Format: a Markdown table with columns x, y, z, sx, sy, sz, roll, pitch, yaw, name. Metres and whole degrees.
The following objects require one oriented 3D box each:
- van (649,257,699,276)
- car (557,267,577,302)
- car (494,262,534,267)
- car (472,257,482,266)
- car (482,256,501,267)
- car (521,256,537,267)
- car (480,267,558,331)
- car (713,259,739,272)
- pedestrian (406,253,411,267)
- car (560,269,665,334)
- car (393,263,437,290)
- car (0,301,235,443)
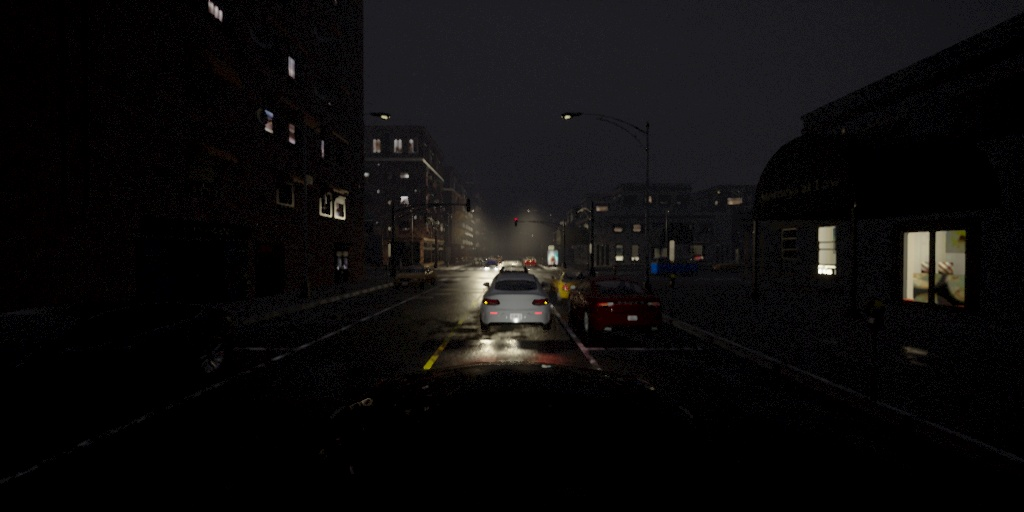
| x | y | z | sx | sy | sz | roll | pitch | yaw | name |
| --- | --- | --- | --- | --- | --- | --- | --- | --- | --- |
| 14.667 | 0.947 | 32.384 | 3.998 | 1.789 | 1.690 | 0 | 0 | 0 | van |
| 2.695 | 1.176 | 16.092 | 1.751 | 1.417 | 4.829 | 0 | 0 | 0 | car |
| 0.117 | 1.214 | 21.351 | 1.895 | 1.301 | 4.718 | 0 | 0 | 1 | car |
| -5.669 | 0.921 | 59.777 | 2.007 | 1.370 | 4.403 | 0 | 0 | 0 | car |
| -3.068 | 1.000 | 54.751 | 1.895 | 1.301 | 4.718 | 0 | 0 | 0 | car |
| 2.710 | 0.843 | 54.089 | 1.967 | 1.591 | 4.097 | 0 | 0 | 0 | car |
| 0.102 | 1.213 | 10.584 | 1.812 | 1.442 | 4.674 | 0 | 0 | 0 | car |
| 25.499 | 1.044 | 40.841 | 4.829 | 1.417 | 1.751 | 0 | 0 | 0 | car |
| -12.615 | 0.535 | 43.501 | 0.375 | 1.860 | 0.375 | 0 | 1 | 0 | pedestrian |
| 2.693 | 1.235 | 10.225 | 1.888 | 1.381 | 4.507 | 0 | 0 | 0 | car |
| -5.684 | 1.137 | 21.456 | 1.751 | 1.417 | 4.829 | 0 | 0 | 0 | car |
| -5.690 | 1.295 | 4.537 | 1.948 | 1.339 | 4.313 | 0 | 0 | 0 | car |
